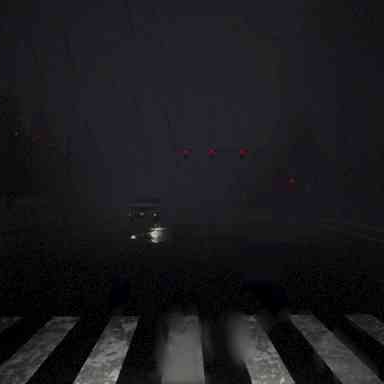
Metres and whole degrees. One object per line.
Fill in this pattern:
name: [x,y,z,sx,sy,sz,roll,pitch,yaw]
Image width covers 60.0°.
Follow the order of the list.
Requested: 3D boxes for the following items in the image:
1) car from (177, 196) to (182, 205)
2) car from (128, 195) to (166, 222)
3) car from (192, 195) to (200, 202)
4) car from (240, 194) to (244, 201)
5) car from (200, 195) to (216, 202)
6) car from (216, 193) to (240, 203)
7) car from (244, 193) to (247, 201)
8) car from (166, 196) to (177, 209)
car: [-2.964,1.525,60.961,1.812,1.442,4.674,0,0,7]
car: [-3.583,1.237,26.561,2.150,2.045,5.566,0,0,0]
car: [1.577,1.488,75.831,1.837,1.490,4.892,0,0,26]
car: [10.156,1.524,81.924,1.812,1.442,4.674,0,0,44]
car: [4.372,1.355,73.630,2.097,1.767,4.553,0,0,30]
car: [7.923,1.225,72.837,2.150,2.045,5.566,0,0,30]
car: [14.633,1.225,81.503,5.566,2.045,2.150,0,0,-43]
car: [-3.560,1.547,45.233,2.033,1.411,5.357,0,0,0]
